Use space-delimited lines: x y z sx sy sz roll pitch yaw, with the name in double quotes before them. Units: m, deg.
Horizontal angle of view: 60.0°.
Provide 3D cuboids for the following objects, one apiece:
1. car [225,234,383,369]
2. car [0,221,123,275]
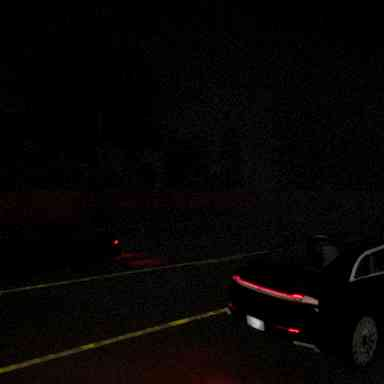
"car" 2.799 1.490 5.740 4.902 1.511 2.128 0 0 -35
"car" -4.690 1.546 9.246 5.357 1.411 2.033 0 0 -35
